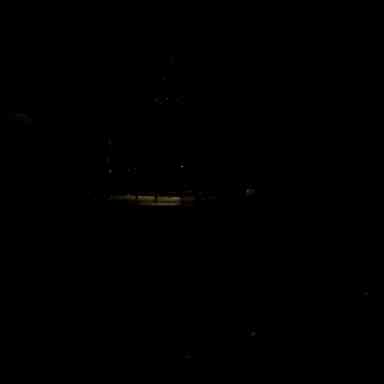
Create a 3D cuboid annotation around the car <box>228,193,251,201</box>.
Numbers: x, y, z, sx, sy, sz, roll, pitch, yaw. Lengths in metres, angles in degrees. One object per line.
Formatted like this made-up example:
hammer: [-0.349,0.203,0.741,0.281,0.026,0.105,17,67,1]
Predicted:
car: [8.414,0.887,59.462,1.812,1.442,4.674,0,0,-35]
